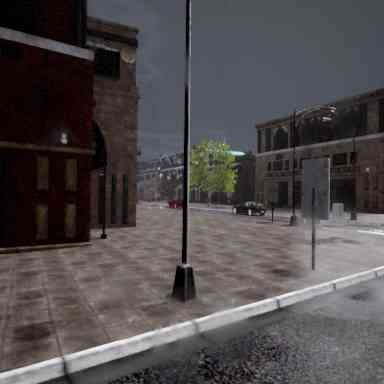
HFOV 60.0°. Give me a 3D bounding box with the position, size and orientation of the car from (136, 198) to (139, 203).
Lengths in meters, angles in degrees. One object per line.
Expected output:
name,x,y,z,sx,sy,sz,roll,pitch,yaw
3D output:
car,-12.221,1.686,68.982,1.802,1.307,4.206,1,-1,-27

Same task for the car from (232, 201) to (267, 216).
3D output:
car,5.752,1.640,33.740,2.008,1.369,4.403,1,-1,-27

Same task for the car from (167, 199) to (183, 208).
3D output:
car,-2.193,1.641,49.285,1.887,1.381,4.507,1,-1,-27
